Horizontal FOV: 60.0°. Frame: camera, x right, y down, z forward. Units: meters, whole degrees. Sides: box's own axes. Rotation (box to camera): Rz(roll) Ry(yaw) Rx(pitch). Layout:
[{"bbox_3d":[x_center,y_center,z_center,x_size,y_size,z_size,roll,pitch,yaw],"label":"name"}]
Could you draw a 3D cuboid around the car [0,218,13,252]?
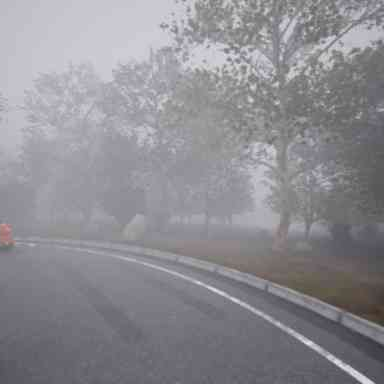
[{"bbox_3d":[-9.442,1.583,13.437,4.553,1.767,2.097,-1,0,28],"label":"car"}]
